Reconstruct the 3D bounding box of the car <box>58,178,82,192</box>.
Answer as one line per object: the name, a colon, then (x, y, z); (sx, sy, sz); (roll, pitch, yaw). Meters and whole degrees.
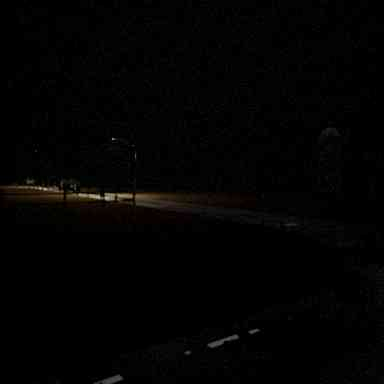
car: (-18.423, -1.030, 50.064); (2.150, 2.045, 5.566); (1, 2, -36)
